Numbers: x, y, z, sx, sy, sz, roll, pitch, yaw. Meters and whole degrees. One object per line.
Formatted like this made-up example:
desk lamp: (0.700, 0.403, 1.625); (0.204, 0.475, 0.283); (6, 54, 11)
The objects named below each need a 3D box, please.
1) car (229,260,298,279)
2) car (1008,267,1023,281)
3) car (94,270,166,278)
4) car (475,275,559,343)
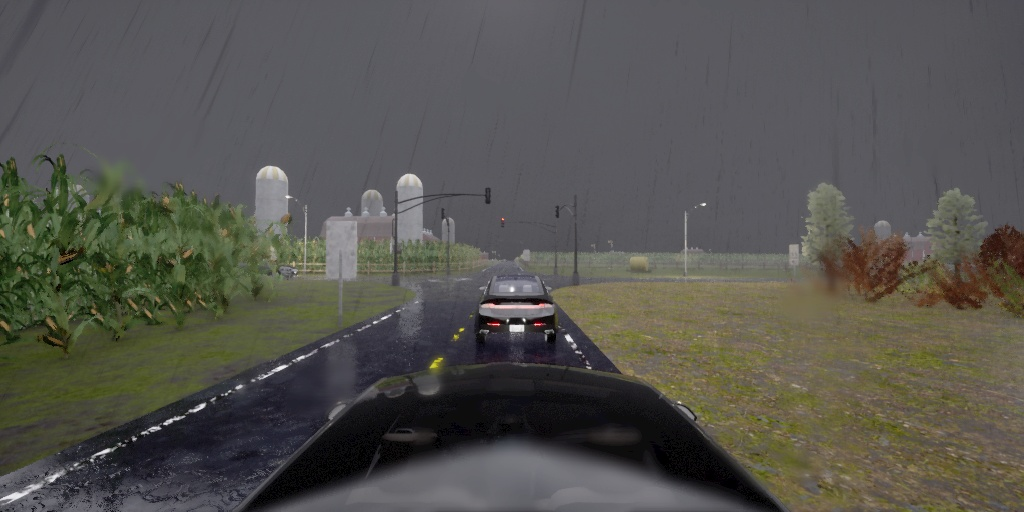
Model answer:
car: (-19.943, 1.059, 28.807); (4.902, 1.511, 2.128); (0, -1, -4)
car: (48.663, 1.719, 33.511); (4.674, 1.442, 1.812); (1, -1, -5)
car: (-29.763, 1.036, 28.259); (5.357, 1.411, 2.033); (0, -1, -3)
car: (0.100, 1.245, 9.653); (2.128, 1.511, 4.902); (0, 0, 0)
